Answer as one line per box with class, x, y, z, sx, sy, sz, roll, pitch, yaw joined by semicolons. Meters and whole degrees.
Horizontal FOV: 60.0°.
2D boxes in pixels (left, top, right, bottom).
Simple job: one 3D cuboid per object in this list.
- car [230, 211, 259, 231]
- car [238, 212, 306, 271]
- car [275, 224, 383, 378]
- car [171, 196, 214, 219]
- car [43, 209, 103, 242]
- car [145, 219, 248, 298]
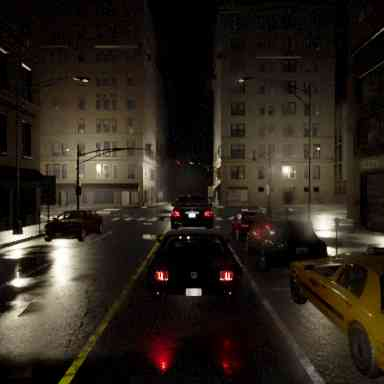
car;2.873;1.576;16.312;1.802;1.307;4.206;-1;0;0
car;2.869;1.562;10.726;1.947;1.339;4.313;-1;0;0
car;2.865;1.524;5.310;1.752;1.417;4.829;-1;0;0
car;0.006;1.215;18.473;2.150;2.045;5.566;0;0;0
car;-5.672;1.538;16.316;1.887;1.381;4.507;-1;0;0
car;0.048;1.598;8.481;1.895;1.301;4.718;0;0;0
